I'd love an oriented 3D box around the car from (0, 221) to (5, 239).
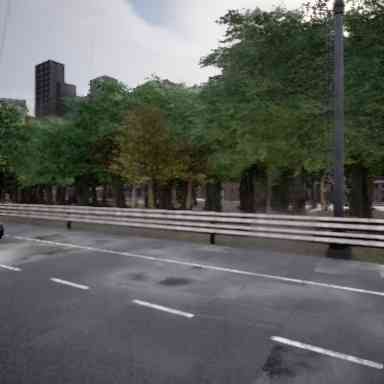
[{"bbox_3d":[-10.751,1.566,15.860,4.181,1.385,1.994,0,0,36],"label":"car"}]
